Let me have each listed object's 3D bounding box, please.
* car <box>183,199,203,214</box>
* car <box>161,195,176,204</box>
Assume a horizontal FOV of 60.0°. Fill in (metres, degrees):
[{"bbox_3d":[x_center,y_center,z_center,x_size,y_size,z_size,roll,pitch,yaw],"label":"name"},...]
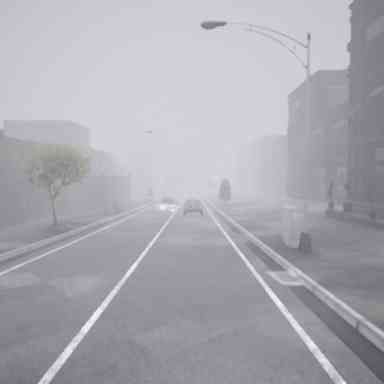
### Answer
[{"bbox_3d":[0.111,1.351,32.062,2.033,1.411,5.357,0,1,0],"label":"car"},{"bbox_3d":[-3.544,1.132,50.349,1.895,1.301,4.718,0,1,0],"label":"car"}]
